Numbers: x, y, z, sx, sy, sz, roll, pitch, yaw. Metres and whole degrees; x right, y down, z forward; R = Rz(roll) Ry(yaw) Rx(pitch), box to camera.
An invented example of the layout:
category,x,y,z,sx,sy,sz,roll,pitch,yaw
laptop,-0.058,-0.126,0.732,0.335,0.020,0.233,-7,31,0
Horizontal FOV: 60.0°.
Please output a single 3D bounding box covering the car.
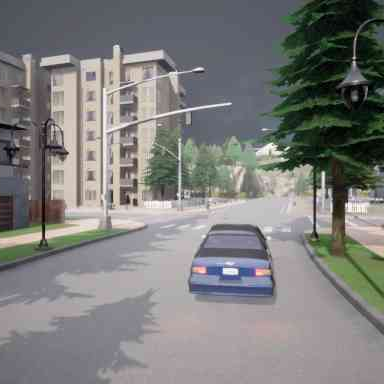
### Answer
category,x,y,z,sx,sy,sz,roll,pitch,yaw
car,1.127,1.547,8.766,2.033,1.411,5.357,0,0,9
